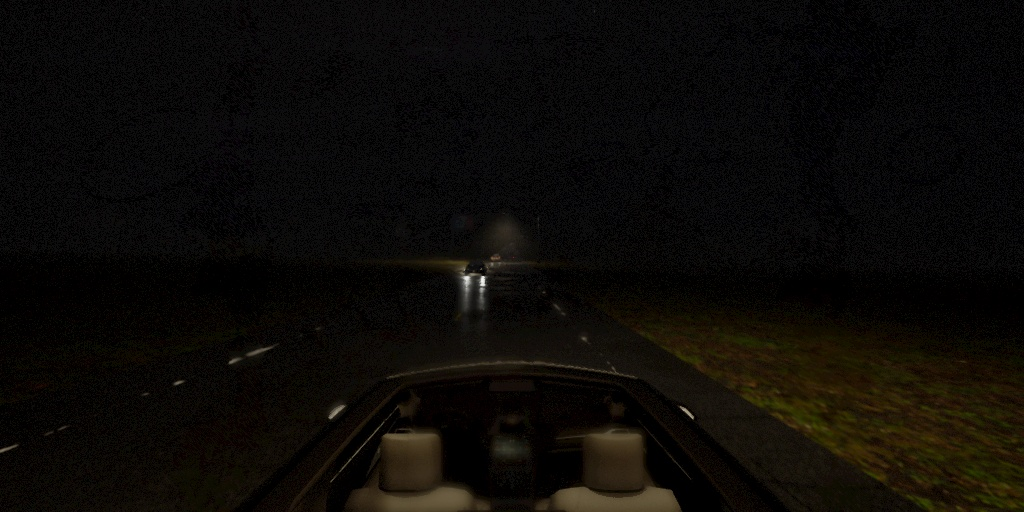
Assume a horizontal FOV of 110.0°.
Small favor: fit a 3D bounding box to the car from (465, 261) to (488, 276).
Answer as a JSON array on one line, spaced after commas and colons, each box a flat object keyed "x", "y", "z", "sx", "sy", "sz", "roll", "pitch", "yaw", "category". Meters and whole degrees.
[{"x": -3.599, "y": 1.195, "z": 36.174, "sx": 1.812, "sy": 1.442, "sz": 4.674, "roll": 0, "pitch": 0, "yaw": 0, "category": "car"}]
